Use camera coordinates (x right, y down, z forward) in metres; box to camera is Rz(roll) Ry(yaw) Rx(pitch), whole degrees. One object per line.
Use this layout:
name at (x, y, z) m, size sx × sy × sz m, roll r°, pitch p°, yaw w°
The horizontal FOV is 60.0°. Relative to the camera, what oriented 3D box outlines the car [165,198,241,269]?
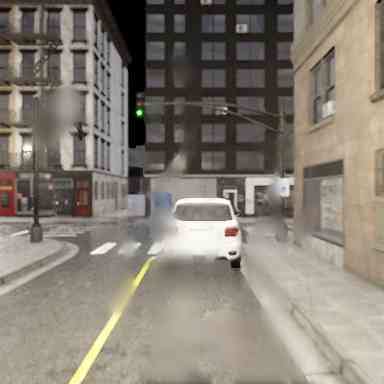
car at (0.483, 1.210, 11.341) m, size 2.150 × 2.045 × 5.566 m, roll 0°, pitch 0°, yaw 5°
